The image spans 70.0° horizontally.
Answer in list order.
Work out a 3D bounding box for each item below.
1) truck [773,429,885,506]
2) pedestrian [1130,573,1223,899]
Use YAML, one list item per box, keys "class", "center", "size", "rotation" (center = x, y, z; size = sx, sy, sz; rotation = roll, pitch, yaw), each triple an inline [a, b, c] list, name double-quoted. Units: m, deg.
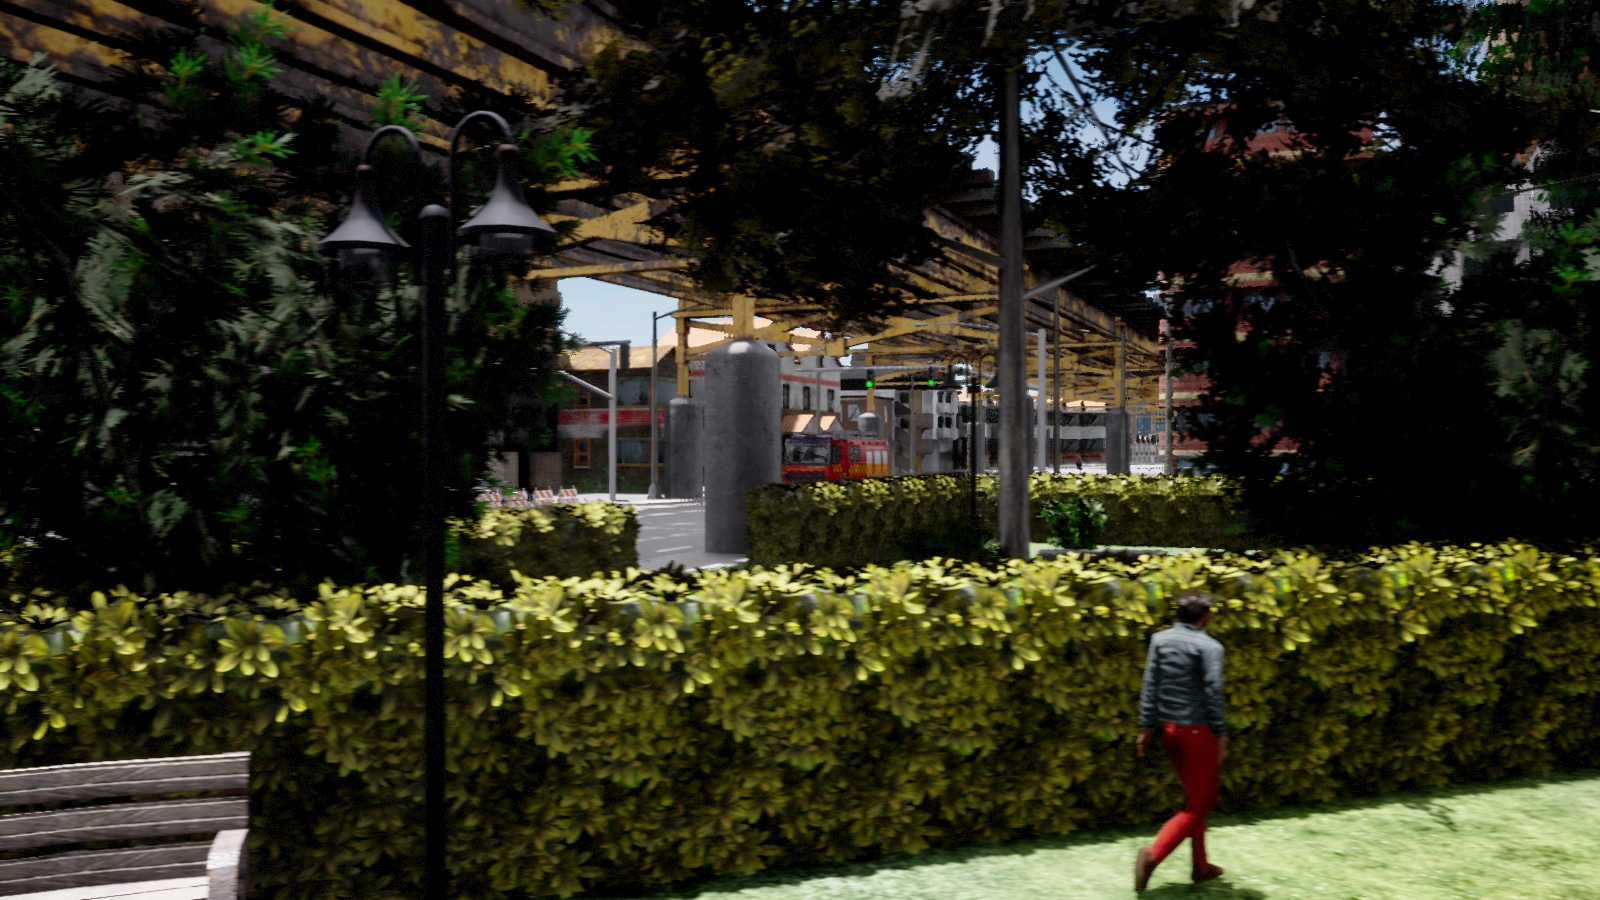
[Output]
- class: "truck"
  center: [1.713, 0.881, 61.941]
  size: [2.891, 3.827, 8.468]
  rotation: [0, 0, 25]
- class: "pedestrian"
  center: [2.263, 1.699, 6.877]
  size: [0.375, 1.860, 0.375]
  rotation: [0, 0, -31]
